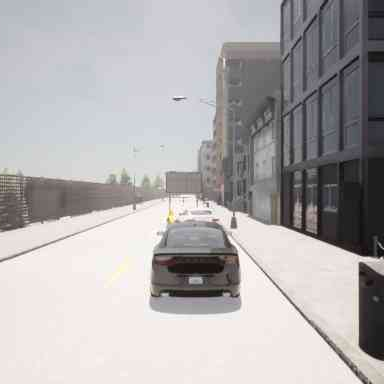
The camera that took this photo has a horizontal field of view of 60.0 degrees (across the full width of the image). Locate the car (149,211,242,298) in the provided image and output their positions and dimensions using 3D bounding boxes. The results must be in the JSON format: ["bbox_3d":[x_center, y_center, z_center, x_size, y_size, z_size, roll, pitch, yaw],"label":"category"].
[{"bbox_3d":[0.067,1.478,8.596,1.882,1.535,5.008,0,0,0],"label":"car"}]

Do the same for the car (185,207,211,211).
[{"bbox_3d":[0.304,1.542,17.952,1.812,1.442,4.674,0,-1,-7],"label":"car"}]

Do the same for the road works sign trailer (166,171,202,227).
[{"bbox_3d":[-0.570,0.464,21.455,2.380,3.560,2.880,0,0,-16],"label":"road works sign trailer"}]
